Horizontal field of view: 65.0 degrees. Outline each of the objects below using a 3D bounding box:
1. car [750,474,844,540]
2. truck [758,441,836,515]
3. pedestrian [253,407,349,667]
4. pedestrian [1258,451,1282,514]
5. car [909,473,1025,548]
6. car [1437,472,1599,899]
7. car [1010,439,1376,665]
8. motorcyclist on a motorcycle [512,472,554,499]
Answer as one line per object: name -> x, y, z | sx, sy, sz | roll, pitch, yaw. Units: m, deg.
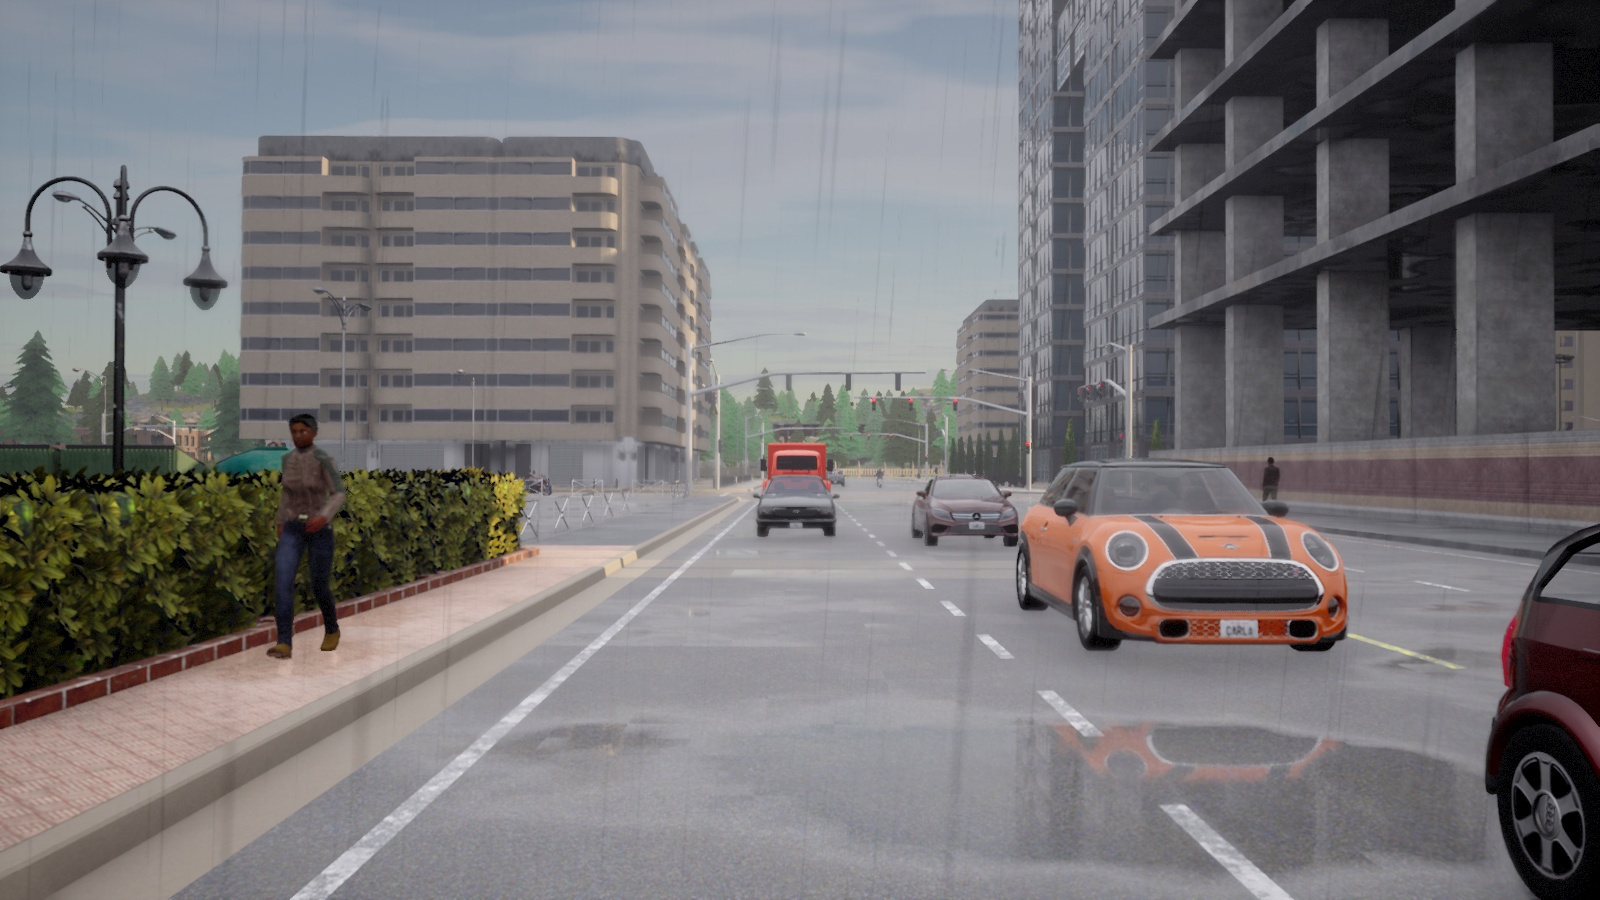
car -> -0.073, 1.297, 30.120 | 2.033, 1.411, 5.357 | 0, -1, 0
truck -> -0.111, 0.980, 45.060 | 2.627, 2.467, 5.204 | 0, -1, 0
pedestrian -> -3.622, 0.613, 9.163 | 0.328, 1.805, 0.869 | 0, -1, 2
pedestrian -> 13.906, 0.951, 37.178 | 0.431, 1.840, 0.703 | 0, -1, -2
car -> 3.436, 1.210, 26.603 | 1.812, 1.442, 4.674 | 0, -1, 0
car -> 3.491, 0.825, 3.240 | 1.789, 1.549, 3.705 | 0, -1, 0
car -> 3.470, 0.832, 12.152 | 2.097, 1.767, 4.553 | 0, -1, 0
motorcyclist on a motorcycle -> -15.262, 2.008, 71.828 | 2.191, 1.530, 0.866 | 0, -1, 0
